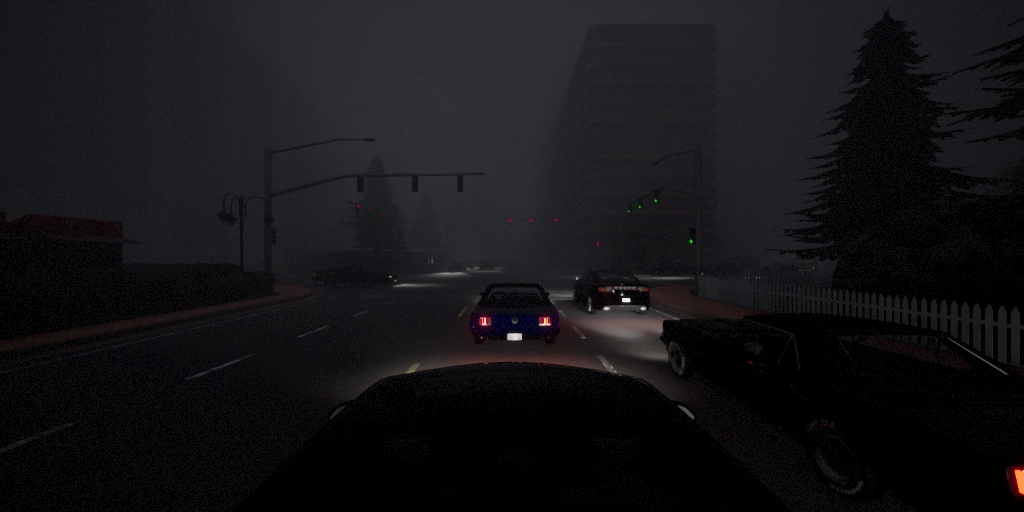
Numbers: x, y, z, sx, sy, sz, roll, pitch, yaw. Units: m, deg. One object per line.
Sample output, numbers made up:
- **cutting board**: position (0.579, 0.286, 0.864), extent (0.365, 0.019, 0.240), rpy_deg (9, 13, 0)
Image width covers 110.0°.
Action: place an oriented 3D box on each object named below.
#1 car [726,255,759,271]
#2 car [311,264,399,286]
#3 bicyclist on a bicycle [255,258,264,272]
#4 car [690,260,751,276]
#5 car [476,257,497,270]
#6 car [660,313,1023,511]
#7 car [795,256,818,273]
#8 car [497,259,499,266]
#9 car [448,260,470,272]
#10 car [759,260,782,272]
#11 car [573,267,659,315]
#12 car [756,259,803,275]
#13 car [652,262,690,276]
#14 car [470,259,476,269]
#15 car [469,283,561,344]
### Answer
- **car**: position (25.629, 0.916, 40.092), extent (5.566, 2.045, 2.150), rpy_deg (0, 0, -31)
- **car**: position (-10.596, 1.260, 24.388), extent (5.357, 1.411, 2.033), rpy_deg (1, 0, 0)
- **bicyclist on a bicycle**: position (-27.907, 0.996, 39.730), extent (0.582, 1.620, 1.656), rpy_deg (0, 0, 0)
- **car**: position (19.554, 1.295, 33.638), extent (4.718, 1.301, 1.895), rpy_deg (0, 0, -18)
- **car**: position (-3.622, 1.228, 51.963), extent (1.882, 1.535, 5.008), rpy_deg (0, 0, 0)
- **car**: position (3.599, 1.351, 4.381), extent (1.895, 1.301, 4.718), rpy_deg (0, 0, 0)
- **car**: position (35.546, 0.916, 43.446), extent (2.150, 2.045, 5.566), rpy_deg (0, 0, 44)
- **car**: position (-3.605, 1.255, 62.062), extent (1.837, 1.490, 4.892), rpy_deg (0, 0, 0)
- **car**: position (-7.123, 1.351, 47.066), extent (1.895, 1.301, 4.718), rpy_deg (0, 0, 0)
- **car**: position (33.357, 1.220, 46.216), extent (1.812, 1.442, 4.674), rpy_deg (0, 0, 42)
- **car**: position (3.581, 1.228, 13.702), extent (1.882, 1.535, 5.008), rpy_deg (0, 0, 0)
- **car**: position (27.901, 1.295, 37.404), extent (4.718, 1.301, 1.895), rpy_deg (0, 0, -31)
- **car**: position (16.571, 1.295, 36.487), extent (4.718, 1.301, 1.895), rpy_deg (0, 0, -14)
- **car**: position (-7.120, 1.297, 56.717), extent (2.033, 1.411, 5.357), rpy_deg (0, 0, 0)
- **car**: position (0.070, 1.351, 9.494), extent (1.895, 1.301, 4.718), rpy_deg (0, 0, 0)
